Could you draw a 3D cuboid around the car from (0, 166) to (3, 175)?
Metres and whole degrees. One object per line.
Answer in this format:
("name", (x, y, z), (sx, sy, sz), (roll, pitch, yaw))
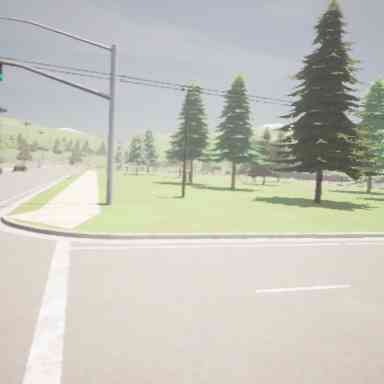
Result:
("car", (-26.535, -3.107, 43.823), (2.097, 1.767, 4.553), (2, 4, -17))

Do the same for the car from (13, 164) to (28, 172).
("car", (-32.159, -4.522, 62.451), (2.128, 1.511, 4.902), (2, 4, -17))
